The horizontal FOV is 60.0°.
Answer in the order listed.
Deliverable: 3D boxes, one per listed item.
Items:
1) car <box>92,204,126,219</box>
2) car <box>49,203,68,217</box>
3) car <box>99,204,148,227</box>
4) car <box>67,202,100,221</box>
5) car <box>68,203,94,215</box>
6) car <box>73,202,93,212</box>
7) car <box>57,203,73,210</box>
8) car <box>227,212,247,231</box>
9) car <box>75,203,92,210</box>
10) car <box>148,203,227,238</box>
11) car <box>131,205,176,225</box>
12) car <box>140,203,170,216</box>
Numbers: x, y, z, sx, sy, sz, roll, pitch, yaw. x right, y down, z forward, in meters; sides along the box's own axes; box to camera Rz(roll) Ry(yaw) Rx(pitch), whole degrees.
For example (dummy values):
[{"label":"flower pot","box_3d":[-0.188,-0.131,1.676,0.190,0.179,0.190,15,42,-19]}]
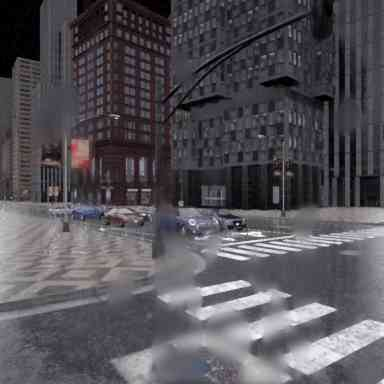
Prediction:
[{"label":"car","box_3d":[-9.574,2.152,37.971,2.128,1.511,4.902,0,-1,-36]},{"label":"car","box_3d":[-16.720,2.415,42.403,1.895,1.301,4.718,0,-1,-35]},{"label":"car","box_3d":[-5.554,1.974,26.796,1.812,1.442,4.674,0,-1,-36]},{"label":"car","box_3d":[-10.950,2.102,34.313,1.882,1.535,5.008,0,-1,-36]},{"label":"car","box_3d":[-15.612,2.351,46.463,2.128,1.511,4.902,0,-1,-35]},{"label":"car","box_3d":[-18.612,2.547,56.457,1.837,1.490,4.892,0,-1,-36]},{"label":"car","box_3d":[-25.013,2.849,65.372,1.895,1.301,4.718,0,-1,-36]},{"label":"car","box_3d":[1.671,1.860,22.301,1.994,1.385,4.181,0,-1,-36]},{"label":"car","box_3d":[-21.522,2.816,66.084,1.895,1.301,4.718,0,-1,-36]},{"label":"car","box_3d":[-0.402,1.635,19.582,2.097,1.767,4.553,0,-1,-35]},{"label":"car","box_3d":[-3.510,1.967,29.518,1.837,1.490,4.892,0,-1,-35]},{"label":"car","box_3d":[-4.851,2.197,42.870,1.812,1.442,4.674,0,-1,-36]}]
